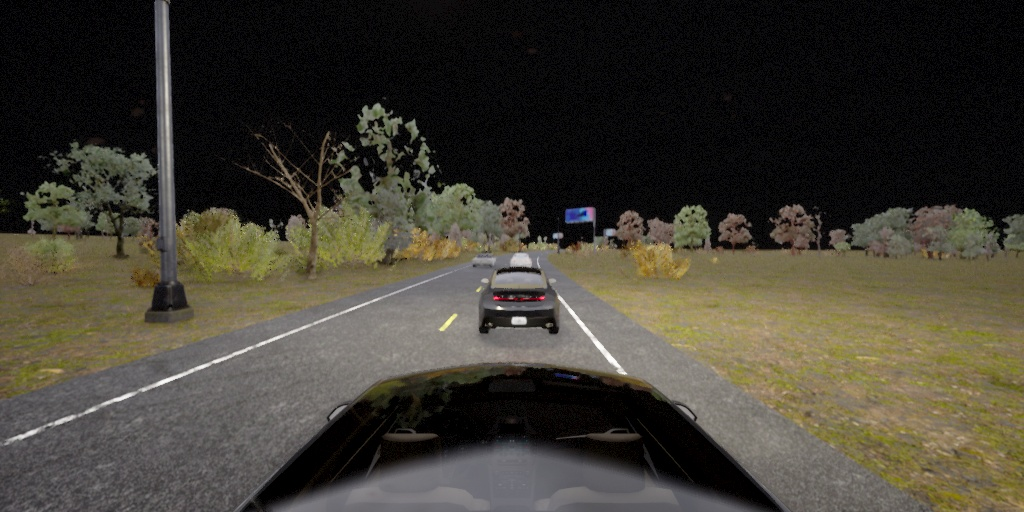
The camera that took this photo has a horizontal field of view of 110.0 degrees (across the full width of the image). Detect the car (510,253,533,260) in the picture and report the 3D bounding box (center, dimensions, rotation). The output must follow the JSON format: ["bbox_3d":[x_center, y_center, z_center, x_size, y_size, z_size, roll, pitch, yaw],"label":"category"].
[{"bbox_3d":[0.777,0.463,30.272,1.812,1.442,4.674,0,2,3],"label":"car"}]

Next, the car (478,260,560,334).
[{"bbox_3d":[0.182,1.022,9.737,1.837,1.490,4.892,0,1,1],"label":"car"}]

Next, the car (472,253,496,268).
[{"bbox_3d":[-2.651,0.417,34.620,1.895,1.301,4.718,0,2,3],"label":"car"}]
